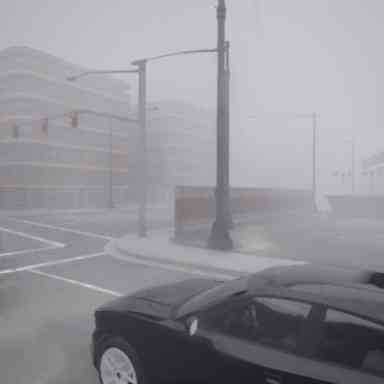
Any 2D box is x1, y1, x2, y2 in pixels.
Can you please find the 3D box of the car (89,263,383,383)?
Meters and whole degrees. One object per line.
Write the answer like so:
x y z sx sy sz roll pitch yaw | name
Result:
1.081 1.476 3.211 5.008 1.535 1.882 0 0 36 | car
